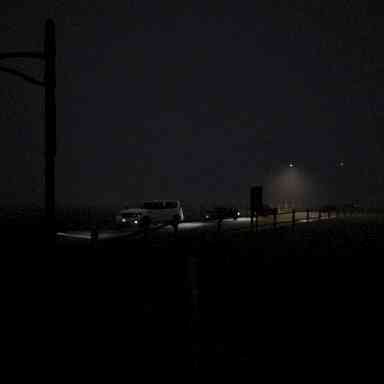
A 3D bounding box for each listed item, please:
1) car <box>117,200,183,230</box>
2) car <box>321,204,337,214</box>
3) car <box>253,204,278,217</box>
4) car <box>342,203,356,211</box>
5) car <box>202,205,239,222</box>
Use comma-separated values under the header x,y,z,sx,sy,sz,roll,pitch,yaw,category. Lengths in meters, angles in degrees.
x,y,z,sx,sy,sz,roll,pitch,yaw,category
-2.947,1.608,24.601,2.150,2.045,5.566,0,-1,36,car
20.994,2.592,51.046,1.812,1.442,4.674,0,-2,36,car
8.900,2.265,40.768,2.128,1.511,4.902,0,-1,36,car
29.807,2.867,63.089,1.837,1.490,4.892,0,-1,36,car
2.869,2.067,32.539,2.128,1.511,4.902,0,-1,36,car
